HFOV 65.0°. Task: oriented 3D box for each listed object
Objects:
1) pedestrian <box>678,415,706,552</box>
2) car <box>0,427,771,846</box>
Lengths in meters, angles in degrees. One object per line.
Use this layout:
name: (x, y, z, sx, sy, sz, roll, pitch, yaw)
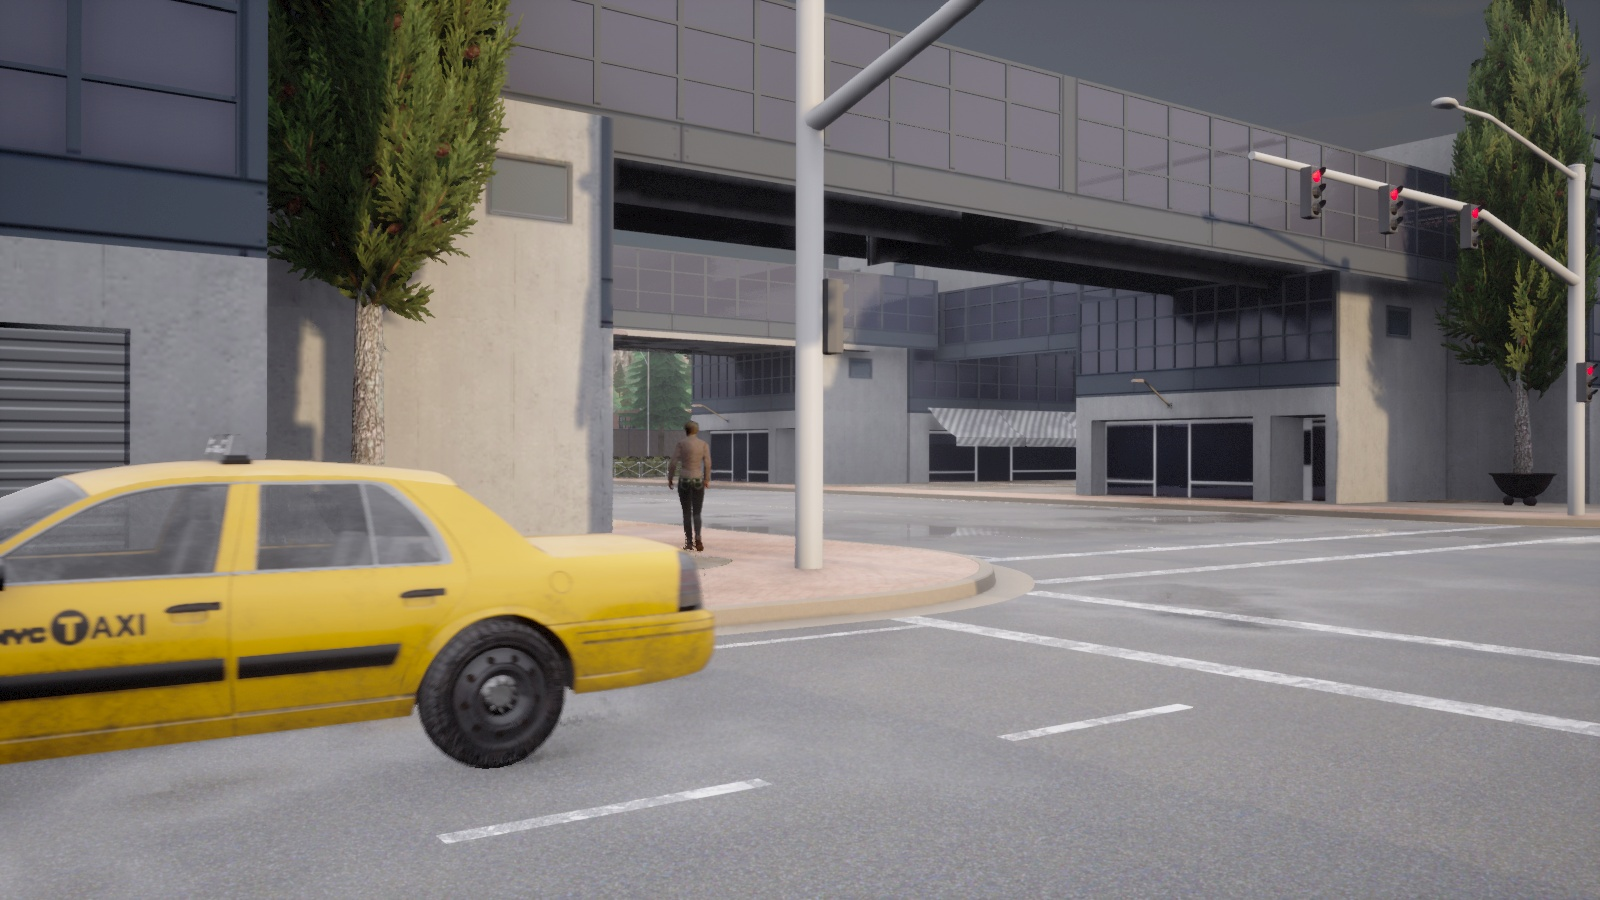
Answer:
pedestrian: (-1.488, 0.449, 17.222, 0.331, 1.846, 0.634, 0, 0, -9)
car: (-2.870, 0.704, 5.926, 5.366, 1.575, 1.801, 0, 0, -35)
